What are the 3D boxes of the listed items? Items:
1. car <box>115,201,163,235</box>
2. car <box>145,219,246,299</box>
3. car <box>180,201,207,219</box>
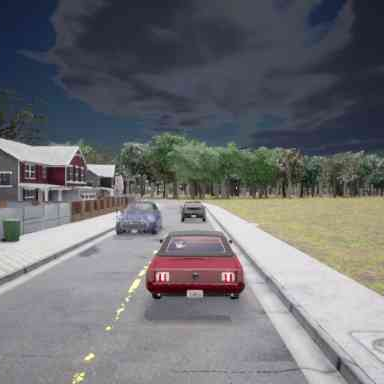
[{"bbox_3d":[-2.844,1.349,18.630,2.097,1.767,4.553,0,0,0],"label":"car"},{"bbox_3d":[0.099,1.600,8.386,1.895,1.301,4.718,0,0,1],"label":"car"},{"bbox_3d":[0.112,1.500,26.434,1.837,1.490,4.892,0,0,0],"label":"car"}]
